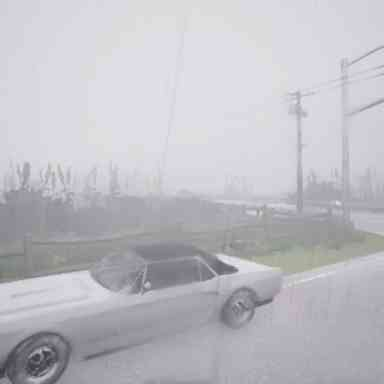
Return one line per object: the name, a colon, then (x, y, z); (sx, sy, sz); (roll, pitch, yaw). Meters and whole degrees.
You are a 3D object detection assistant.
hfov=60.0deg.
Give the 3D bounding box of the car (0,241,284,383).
car: (-0.865, 1.556, 5.269); (4.718, 1.301, 1.895); (-1, 1, -32)
